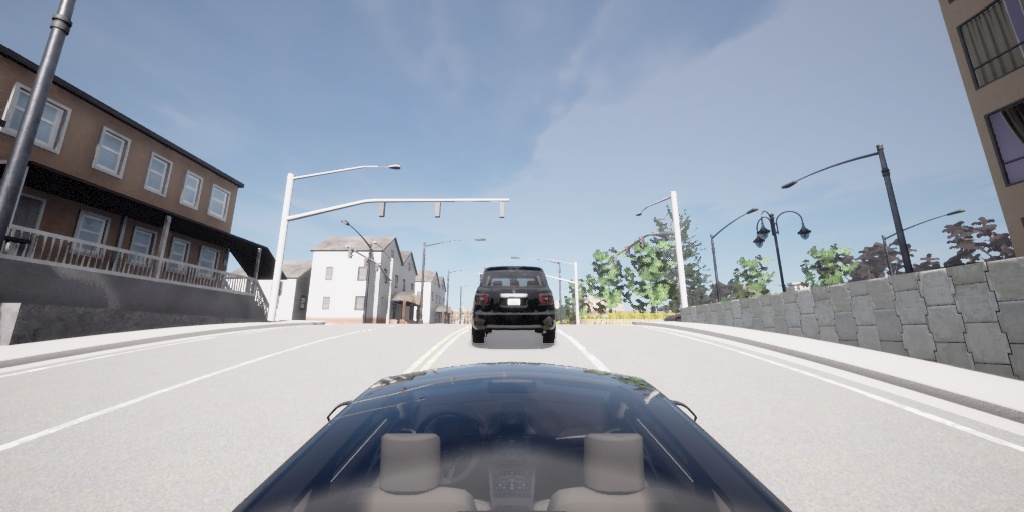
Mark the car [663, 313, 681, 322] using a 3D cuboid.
[{"bbox_3d":[15.820,5.448,31.727,4.553,1.767,2.097,0,-12,0],"label":"car"}]

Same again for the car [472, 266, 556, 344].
[{"bbox_3d":[0.048,1.491,11.075,2.150,2.045,5.566,0,-7,0],"label":"car"}]
